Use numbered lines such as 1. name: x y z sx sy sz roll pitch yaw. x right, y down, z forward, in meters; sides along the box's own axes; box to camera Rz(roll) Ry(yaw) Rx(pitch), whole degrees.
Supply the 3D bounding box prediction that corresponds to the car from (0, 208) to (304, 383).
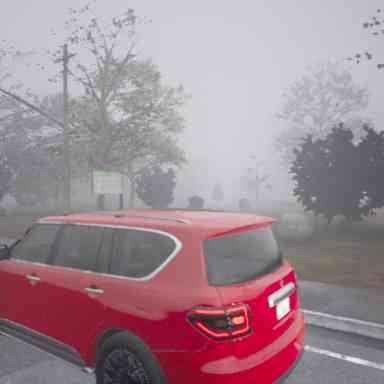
1. car: -1.269 1.269 4.899 5.566 2.045 2.150 0 0 35
